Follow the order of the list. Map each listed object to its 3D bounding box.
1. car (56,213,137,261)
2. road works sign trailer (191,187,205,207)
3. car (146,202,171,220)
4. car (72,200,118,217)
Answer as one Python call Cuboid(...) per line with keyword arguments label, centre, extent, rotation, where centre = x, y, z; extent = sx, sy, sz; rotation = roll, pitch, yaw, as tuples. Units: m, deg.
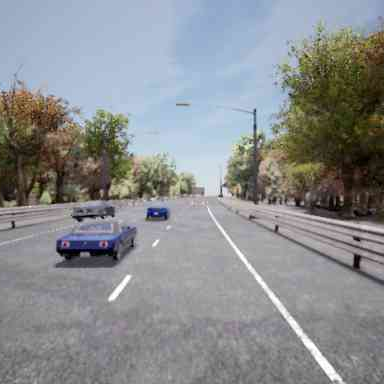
Cuboid(label="car", centre=(-3.341, 1.693, 12.685), extent=(1.895, 1.301, 4.718), rotation=(0, 0, 0))
Cuboid(label="road works sign trailer", centre=(1.101, 0.850, 60.689), extent=(2.380, 3.560, 2.880), rotation=(0, 0, 3))
Cuboid(label="car", centre=(-3.052, 1.692, 31.004), extent=(1.882, 1.535, 5.008), rotation=(0, 0, 1))
Cuboid(label="car", centre=(-6.802, 1.297, 23.728), extent=(2.033, 1.411, 5.357), rotation=(-4, -1, 1))
